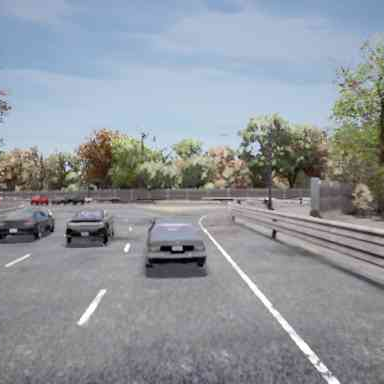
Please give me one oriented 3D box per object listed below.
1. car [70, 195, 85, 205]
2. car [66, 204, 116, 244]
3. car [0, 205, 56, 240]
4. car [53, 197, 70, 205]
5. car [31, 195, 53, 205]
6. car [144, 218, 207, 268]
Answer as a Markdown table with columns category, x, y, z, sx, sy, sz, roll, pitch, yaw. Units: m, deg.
| category | x | y | z | sx | sy | sz | roll | pitch | yaw |
| --- | --- | --- | --- | --- | --- | --- | --- | --- | --- |
| car | -24.290 | 1.615 | 69.522 | 2.150 | 2.045 | 5.566 | 0 | 0 | -41 |
| car | -4.933 | 1.590 | 16.554 | 2.128 | 1.511 | 4.902 | 0 | 0 | -9 |
| car | -8.653 | 1.645 | 17.697 | 1.812 | 1.442 | 4.674 | 0 | 0 | -9 |
| car | -27.017 | 1.894 | 67.331 | 1.837 | 1.490 | 4.892 | 0 | 0 | -41 |
| car | -29.787 | 1.624 | 65.188 | 2.150 | 2.045 | 5.566 | 0 | 0 | -41 |
| car | -0.676 | 1.606 | 11.594 | 2.033 | 1.411 | 5.357 | 0 | 0 | -6 |
